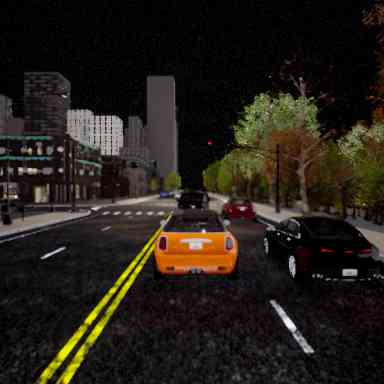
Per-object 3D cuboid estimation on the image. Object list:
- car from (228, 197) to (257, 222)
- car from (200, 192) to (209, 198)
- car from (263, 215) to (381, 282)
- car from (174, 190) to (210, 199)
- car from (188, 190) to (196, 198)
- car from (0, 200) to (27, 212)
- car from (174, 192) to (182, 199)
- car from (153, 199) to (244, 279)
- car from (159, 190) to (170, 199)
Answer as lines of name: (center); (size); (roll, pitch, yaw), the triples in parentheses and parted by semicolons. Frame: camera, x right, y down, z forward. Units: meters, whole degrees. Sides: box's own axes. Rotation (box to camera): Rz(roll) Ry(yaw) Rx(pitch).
car: (3.340, 1.144, 24.183); (2.097, 1.767, 4.553); (0, 1, 0)
car: (3.210, 0.777, 85.860); (2.033, 1.411, 5.357); (0, 1, 0)
car: (3.346, 1.423, 9.458); (1.837, 1.490, 4.892); (0, 1, 0)
car: (0.092, 1.023, 22.850); (2.150, 2.045, 5.566); (0, 1, 0)
car: (-0.040, 0.462, 85.885); (2.150, 2.045, 5.566); (0, 1, 0)
car: (-19.970, 1.511, 35.418); (4.313, 1.339, 1.947); (-1, 2, 0)
car: (-3.285, 0.827, 79.417); (1.812, 1.442, 4.674); (0, 1, 0)
car: (0.095, 1.265, 9.918); (2.097, 1.767, 4.553); (0, 0, 0)
car: (-6.535, 0.528, 79.383); (2.150, 2.045, 5.566); (0, 1, 0)
